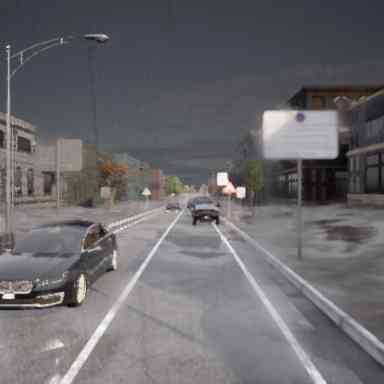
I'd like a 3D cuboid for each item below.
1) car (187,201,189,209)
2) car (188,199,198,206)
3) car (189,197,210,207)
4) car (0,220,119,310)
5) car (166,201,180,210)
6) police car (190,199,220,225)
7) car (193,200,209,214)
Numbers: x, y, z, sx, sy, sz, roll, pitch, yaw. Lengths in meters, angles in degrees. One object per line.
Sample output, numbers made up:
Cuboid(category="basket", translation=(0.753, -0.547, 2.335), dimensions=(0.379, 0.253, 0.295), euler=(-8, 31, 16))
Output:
Cuboid(category="car", translation=(0.201, 2.002, 58.529), dimensions=(2.097, 1.767, 4.553), euler=(0, -1, 0))
Cuboid(category="car", translation=(0.243, 2.208, 73.504), dimensions=(2.033, 1.411, 5.357), euler=(0, -1, 0))
Cuboid(category="car", translation=(1.014, 1.504, 34.945), dimensions=(2.150, 2.045, 5.566), euler=(0, -1, 0))
Cuboid(category="car", translation=(-3.075, 1.501, 8.032), dimensions=(1.837, 1.490, 4.892), euler=(0, 0, 0))
Cuboid(category="car", translation=(-2.893, 2.110, 51.513), dimensions=(1.994, 1.385, 4.181), euler=(0, -1, 1))
Cuboid(category="police car", translation=(0.981, 1.544, 25.023), dimensions=(1.930, 1.638, 5.238), euler=(0, -1, 0))
Cuboid(category="car", translation=(1.034, 1.835, 41.102), dimensions=(1.801, 1.575, 5.366), euler=(0, -1, 0))
